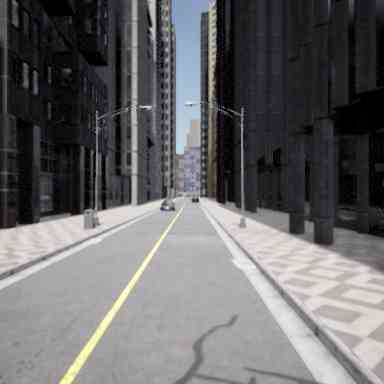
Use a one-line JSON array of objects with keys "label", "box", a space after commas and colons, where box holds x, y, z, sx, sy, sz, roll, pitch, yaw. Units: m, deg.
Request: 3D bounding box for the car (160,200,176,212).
[{"label": "car", "box": [-3.092, 1.749, 43.379, 1.812, 1.442, 4.674, 0, 0, 0]}]

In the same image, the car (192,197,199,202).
[{"label": "car", "box": [0.882, 2.027, 92.657, 1.812, 1.442, 4.674, 0, 0, 0]}]

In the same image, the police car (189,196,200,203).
[{"label": "police car", "box": [0.883, 1.864, 82.767, 1.930, 1.638, 5.238, 0, 0, 0]}]
